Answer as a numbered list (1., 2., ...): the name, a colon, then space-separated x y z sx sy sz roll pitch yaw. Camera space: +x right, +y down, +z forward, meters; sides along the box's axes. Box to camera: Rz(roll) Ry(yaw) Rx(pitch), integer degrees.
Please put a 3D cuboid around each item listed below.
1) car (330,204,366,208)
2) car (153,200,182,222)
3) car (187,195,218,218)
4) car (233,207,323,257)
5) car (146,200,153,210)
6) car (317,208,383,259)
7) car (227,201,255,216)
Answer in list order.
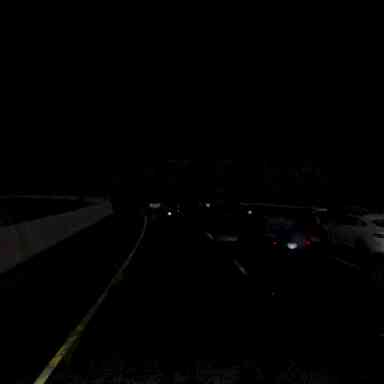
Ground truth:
1. car: 9.415 1.489 20.435 1.882 1.535 5.008 0 0 -6
2. car: -1.937 1.598 26.869 1.994 1.385 4.181 0 0 -7
3. car: 0.951 1.257 31.376 2.150 2.045 5.566 0 0 -9
4. car: 3.037 1.537 12.873 1.812 1.442 4.674 0 0 -4
5. car: -4.800 1.656 42.767 1.895 1.301 4.718 0 0 -13
6. car: 6.566 1.532 12.619 1.812 1.442 4.674 0 0 -3
7. car: 4.585 1.555 30.671 1.812 1.442 4.674 0 0 -9
